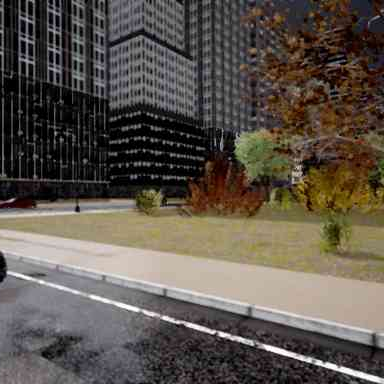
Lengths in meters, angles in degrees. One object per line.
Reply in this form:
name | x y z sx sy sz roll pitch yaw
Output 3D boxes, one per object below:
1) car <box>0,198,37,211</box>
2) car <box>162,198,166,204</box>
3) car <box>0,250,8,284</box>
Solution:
car | -21.073 1.448 39.886 1.812 1.442 4.674 -1 0 37
car | -6.602 1.459 59.076 1.837 1.490 4.892 -1 -1 37
car | -6.315 1.523 8.149 4.181 1.385 1.994 0 0 37
